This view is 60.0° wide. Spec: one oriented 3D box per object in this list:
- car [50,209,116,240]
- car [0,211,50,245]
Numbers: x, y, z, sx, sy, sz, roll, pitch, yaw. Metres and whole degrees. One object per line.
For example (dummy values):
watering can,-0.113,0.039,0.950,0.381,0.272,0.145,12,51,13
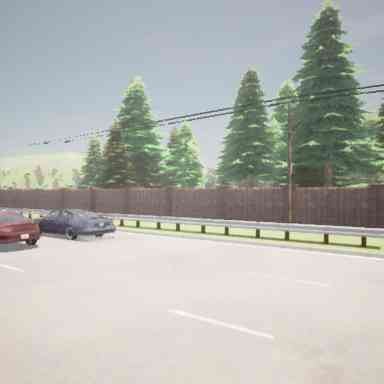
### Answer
car,-6.236,1.560,16.916,5.357,1.411,2.033,0,0,36
car,-8.269,1.530,14.066,4.674,1.442,1.812,0,0,36
